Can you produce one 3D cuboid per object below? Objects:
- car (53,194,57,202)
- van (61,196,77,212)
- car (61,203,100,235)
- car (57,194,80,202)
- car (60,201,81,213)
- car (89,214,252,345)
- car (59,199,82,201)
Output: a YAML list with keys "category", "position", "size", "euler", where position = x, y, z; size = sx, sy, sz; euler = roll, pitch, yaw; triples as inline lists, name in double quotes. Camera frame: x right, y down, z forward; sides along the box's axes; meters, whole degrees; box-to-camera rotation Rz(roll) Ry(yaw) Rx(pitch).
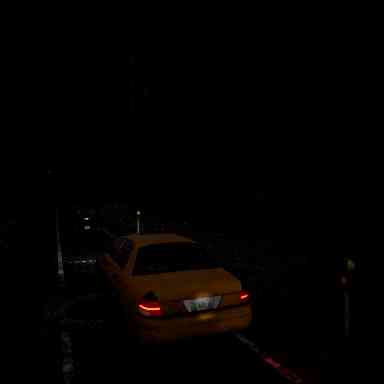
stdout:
- category: "car"
  position: [-31.499, 1.471, 79.615]
  size: [1.967, 1.590, 4.097]
  euler: [0, 0, -24]
- category: "van"
  position: [-14.503, 1.343, 39.148]
  size: [1.690, 1.788, 3.998]
  euler: [0, 0, -22]
- category: "car"
  position: [-6.080, 1.552, 18.722]
  size: [2.008, 1.369, 4.403]
  euler: [0, 0, -22]
- category: "car"
  position: [-12.397, 1.317, 34.042]
  size: [2.192, 1.841, 5.009]
  euler: [0, 0, -22]
- category: "car"
  position: [-8.186, 1.552, 23.828]
  size: [2.008, 1.369, 4.403]
  euler: [0, 0, -22]
- category: "car"
  position: [-0.837, 1.457, 6.770]
  size: [1.801, 1.575, 5.366]
  euler: [0, 0, -22]
- category: "car"
  position: [-10.292, 1.567, 28.935]
  size: [1.947, 1.339, 4.313]
  euler: [0, 0, -22]
